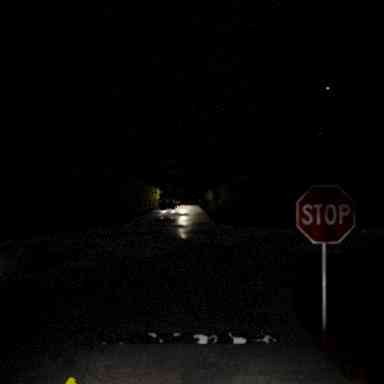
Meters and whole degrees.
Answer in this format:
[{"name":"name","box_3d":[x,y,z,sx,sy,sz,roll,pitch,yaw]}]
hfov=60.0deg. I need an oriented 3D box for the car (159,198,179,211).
[{"name":"car","box_3d":[-3.177,1.734,43.726,1.994,1.385,4.181,0,-1,-1]}]
